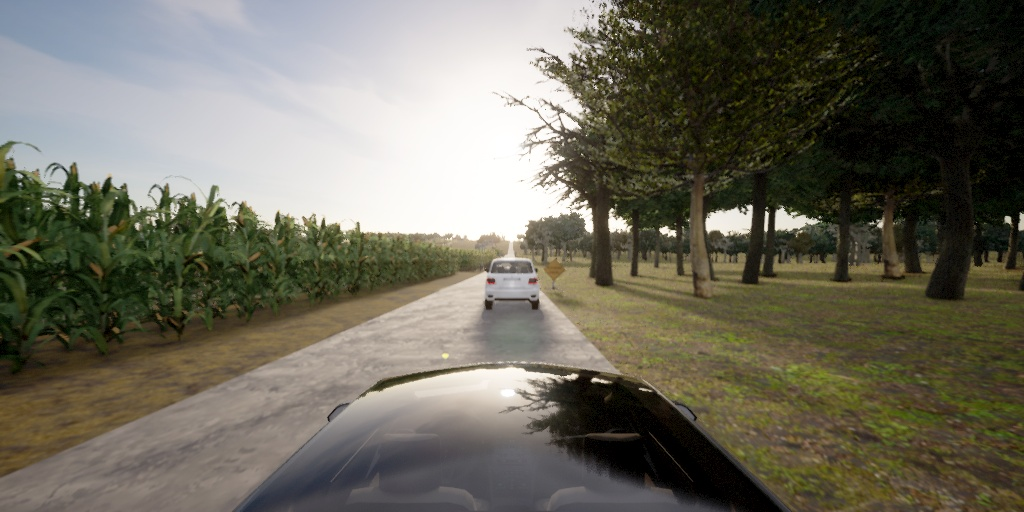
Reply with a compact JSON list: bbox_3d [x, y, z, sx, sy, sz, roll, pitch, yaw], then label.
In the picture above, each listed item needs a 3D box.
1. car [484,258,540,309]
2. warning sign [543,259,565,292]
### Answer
[{"bbox_3d":[0.000,1.120,15.876,2.150,2.045,5.566,0,-1,0],"label":"car"},{"bbox_3d":[2.448,1.086,21.190,1.300,1.860,1.060,0,0,0],"label":"warning sign"}]
